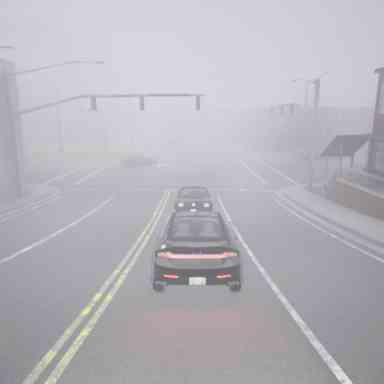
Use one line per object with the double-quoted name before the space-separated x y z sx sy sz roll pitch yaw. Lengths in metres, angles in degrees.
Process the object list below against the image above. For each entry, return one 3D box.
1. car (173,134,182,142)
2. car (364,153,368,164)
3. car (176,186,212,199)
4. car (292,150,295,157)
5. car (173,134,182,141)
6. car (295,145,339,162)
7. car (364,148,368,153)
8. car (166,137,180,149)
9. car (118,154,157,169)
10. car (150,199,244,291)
"car" -3.475 -12.861 79.000 1.837 1.490 4.892 0 12 0
"car" 20.402 -2.992 34.501 4.181 1.385 1.994 0 12 0
"car" 0.090 0.322 18.038 1.895 1.301 4.718 0 8 0
"car" 15.983 -5.504 44.918 4.553 1.767 2.097 0 12 0
"car" -3.478 -10.641 69.170 1.994 1.385 4.181 0 12 0
"car" 15.815 -4.751 41.501 4.553 1.767 2.097 0 12 0
"car" 26.309 -5.624 44.854 5.566 2.045 2.150 0 12 0
"car" -3.551 -8.526 59.348 1.837 1.490 4.892 0 12 0
"car" -5.989 -3.469 36.675 4.181 1.385 1.994 -7 14 -29
"car" 0.102 1.218 8.333 2.128 1.511 4.902 0 4 0
